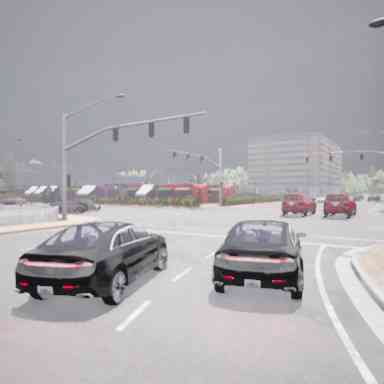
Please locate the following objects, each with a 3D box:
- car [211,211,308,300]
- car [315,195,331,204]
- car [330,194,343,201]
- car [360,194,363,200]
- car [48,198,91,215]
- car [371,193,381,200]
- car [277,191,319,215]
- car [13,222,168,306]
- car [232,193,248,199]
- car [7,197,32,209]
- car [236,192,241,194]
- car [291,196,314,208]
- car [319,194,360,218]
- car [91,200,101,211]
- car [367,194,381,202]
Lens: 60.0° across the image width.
[{"bbox_3d":[1.811,1.463,8.450,2.128,1.511,4.902,0,0,17],"label":"car"},{"bbox_3d":[23.760,1.322,60.104,1.812,1.442,4.674,0,0,32],"label":"car"},{"bbox_3d":[31.724,1.225,72.890,1.882,1.535,5.008,0,0,32],"label":"car"},{"bbox_3d":[34.284,1.291,70.377,2.033,1.411,5.357,0,0,32],"label":"car"},{"bbox_3d":[-12.681,1.511,33.752,4.181,1.385,1.994,0,0,32],"label":"car"},{"bbox_3d":[42.671,1.088,77.262,1.812,1.442,4.674,0,0,32],"label":"car"},{"bbox_3d":[10.055,1.165,31.093,2.150,2.045,5.566,0,0,32],"label":"car"},{"bbox_3d":[-2.008,1.465,8.082,2.128,1.511,4.902,0,0,12],"label":"car"},{"bbox_3d":[13.162,1.116,90.990,3.905,1.438,1.784,0,0,32],"label":"car"},{"bbox_3d":[-23.519,1.439,44.731,4.674,1.442,1.812,0,0,32],"label":"car"},{"bbox_3d":[11.774,0.914,88.692,4.605,1.855,1.932,0,0,32],"label":"car"},{"bbox_3d":[15.765,1.331,47.307,2.128,1.511,4.902,0,0,32],"label":"car"},{"bbox_3d":[13.139,1.170,29.435,2.150,2.045,5.566,0,0,32],"label":"car"},{"bbox_3d":[-12.454,1.424,37.748,4.902,1.511,2.128,0,0,32],"label":"car"},{"bbox_3d":[37.423,1.277,68.798,1.812,1.442,4.674,0,0,32],"label":"car"}]
